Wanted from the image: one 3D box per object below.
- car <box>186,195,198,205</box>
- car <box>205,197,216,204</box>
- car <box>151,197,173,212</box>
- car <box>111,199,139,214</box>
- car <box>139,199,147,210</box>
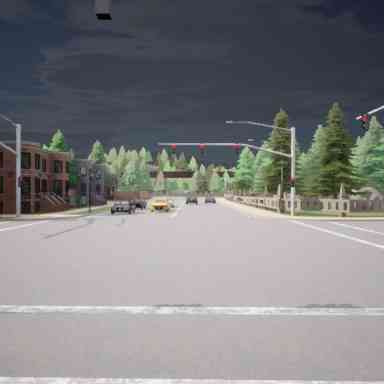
[{"bbox_3d":[-0.039,1.352,60.130,2.097,1.767,4.553,0,0,0],"label":"car"},{"bbox_3d":[3.559,1.564,65.109,1.994,1.385,4.181,0,0,0],"label":"car"},{"bbox_3d":[-3.619,1.478,38.737,1.882,1.535,5.008,0,0,0],"label":"car"},{"bbox_3d":[-7.120,1.564,34.763,1.994,1.385,4.181,0,0,0],"label":"car"},{"bbox_3d":[-7.114,1.601,43.515,1.895,1.301,4.718,0,0,0],"label":"car"}]
